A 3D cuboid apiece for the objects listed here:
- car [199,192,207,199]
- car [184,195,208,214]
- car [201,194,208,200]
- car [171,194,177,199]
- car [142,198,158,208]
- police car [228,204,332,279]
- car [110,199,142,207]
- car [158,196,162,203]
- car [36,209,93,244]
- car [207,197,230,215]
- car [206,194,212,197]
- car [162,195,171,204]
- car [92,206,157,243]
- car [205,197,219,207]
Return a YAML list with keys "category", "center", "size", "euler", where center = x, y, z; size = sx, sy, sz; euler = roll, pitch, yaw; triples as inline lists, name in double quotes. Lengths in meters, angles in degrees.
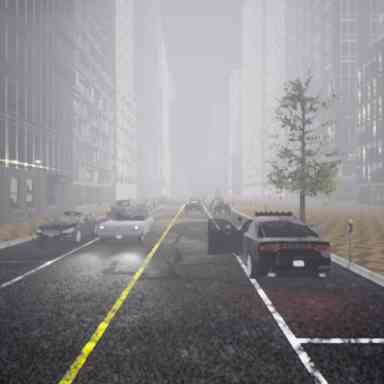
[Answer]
- category: "car"
  center: [3.137, 1.063, 95.028]
  size: [2.192, 1.841, 5.009]
  euler: [0, 0, 0]
- category: "car"
  center: [0.210, 1.395, 34.068]
  size: [2.128, 1.511, 4.902]
  euler: [0, 0, 1]
- category: "car"
  center: [3.083, 1.300, 83.821]
  size: [1.752, 1.417, 4.829]
  euler: [0, 0, 0]
- category: "car"
  center: [-5.245, 1.299, 95.091]
  size: [2.008, 1.369, 4.403]
  euler: [0, 0, 0]
- category: "car"
  center: [-5.509, 1.443, 38.201]
  size: [2.008, 1.369, 4.403]
  euler: [0, 0, 0]
- category: "police car"
  center: [2.412, 1.395, 10.064]
  size: [1.930, 1.638, 5.238]
  euler: [0, 0, 0]
- category: "car"
  center: [-5.560, 1.363, 26.823]
  size: [1.967, 1.590, 4.097]
  euler: [0, 0, 0]
- category: "car"
  center: [-5.482, 1.421, 43.889]
  size: [1.887, 1.381, 4.507]
  euler: [0, 0, 0]
- category: "car"
  center: [-5.614, 1.506, 15.444]
  size: [2.008, 1.369, 4.403]
  euler: [0, 0, 0]
- category: "car"
  center: [2.845, 1.458, 32.451]
  size: [2.008, 1.369, 4.403]
  euler: [0, 0, 0]
- category: "car"
  center: [2.872, 1.332, 38.139]
  size: [1.967, 1.590, 4.097]
  euler: [0, 0, 0]
- category: "car"
  center: [-5.403, 1.376, 60.957]
  size: [1.887, 1.381, 4.507]
  euler: [0, 0, 0]
- category: "car"
  center: [-3.029, 1.554, 15.998]
  size: [1.895, 1.301, 4.718]
  euler: [0, 0, 0]
- category: "car"
  center: [2.924, 1.442, 49.518]
  size: [1.802, 1.307, 4.206]
  euler: [0, 0, 0]
